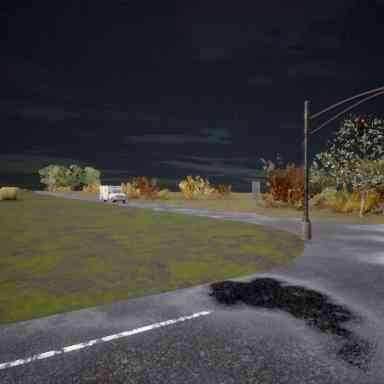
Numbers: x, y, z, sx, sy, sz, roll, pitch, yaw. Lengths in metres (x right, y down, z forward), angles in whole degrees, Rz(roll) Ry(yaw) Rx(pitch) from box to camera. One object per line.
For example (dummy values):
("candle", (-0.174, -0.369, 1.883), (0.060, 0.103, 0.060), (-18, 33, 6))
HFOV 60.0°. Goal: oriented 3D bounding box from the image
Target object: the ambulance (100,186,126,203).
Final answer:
("ambulance", (-11.912, 0.340, 50.044), (2.351, 2.431, 6.366), (2, 0, -32))
